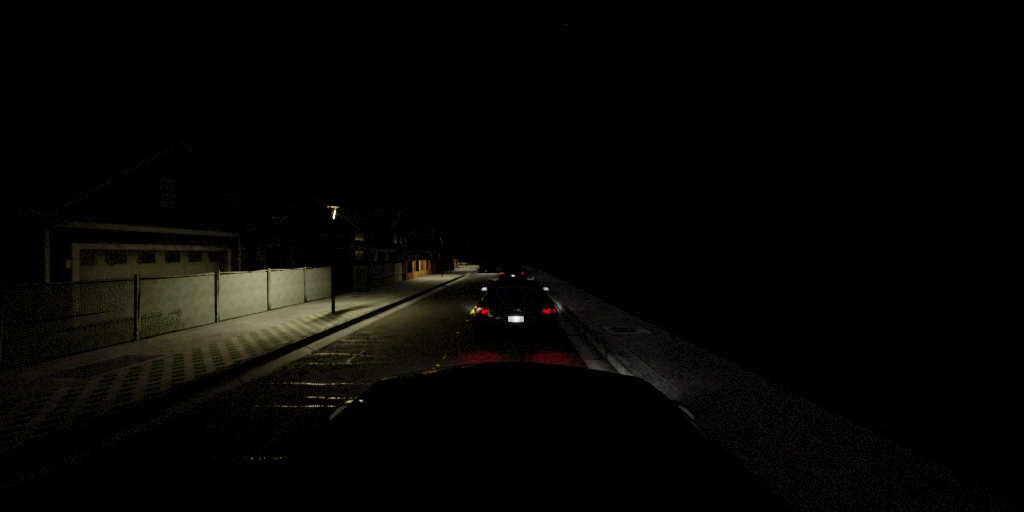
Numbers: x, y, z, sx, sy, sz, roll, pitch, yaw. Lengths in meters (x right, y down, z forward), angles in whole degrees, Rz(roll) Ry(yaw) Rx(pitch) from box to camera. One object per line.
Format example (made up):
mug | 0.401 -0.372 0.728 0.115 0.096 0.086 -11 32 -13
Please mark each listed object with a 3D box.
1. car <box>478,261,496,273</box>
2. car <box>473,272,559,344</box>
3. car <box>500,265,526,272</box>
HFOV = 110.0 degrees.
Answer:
car | -2.909 1.289 42.669 2.033 1.411 5.357 0 0 0
car | 0.088 1.313 9.644 1.994 1.385 4.181 0 0 0
car | 0.068 1.310 26.288 1.994 1.385 4.181 0 0 0
